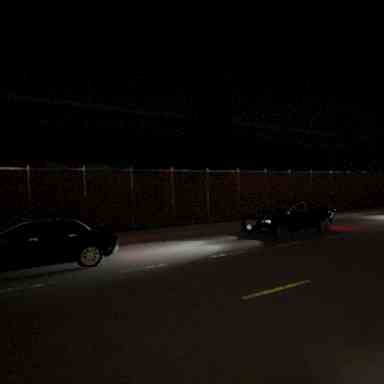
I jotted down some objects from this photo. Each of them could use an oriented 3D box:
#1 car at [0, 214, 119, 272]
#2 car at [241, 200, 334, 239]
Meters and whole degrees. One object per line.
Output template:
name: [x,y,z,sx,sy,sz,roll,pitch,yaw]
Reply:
car: [-4.537,1.431,9.371,4.892,1.490,1.837,-1,1,-33]
car: [4.435,1.142,15.224,4.902,1.511,2.128,-2,1,-33]
